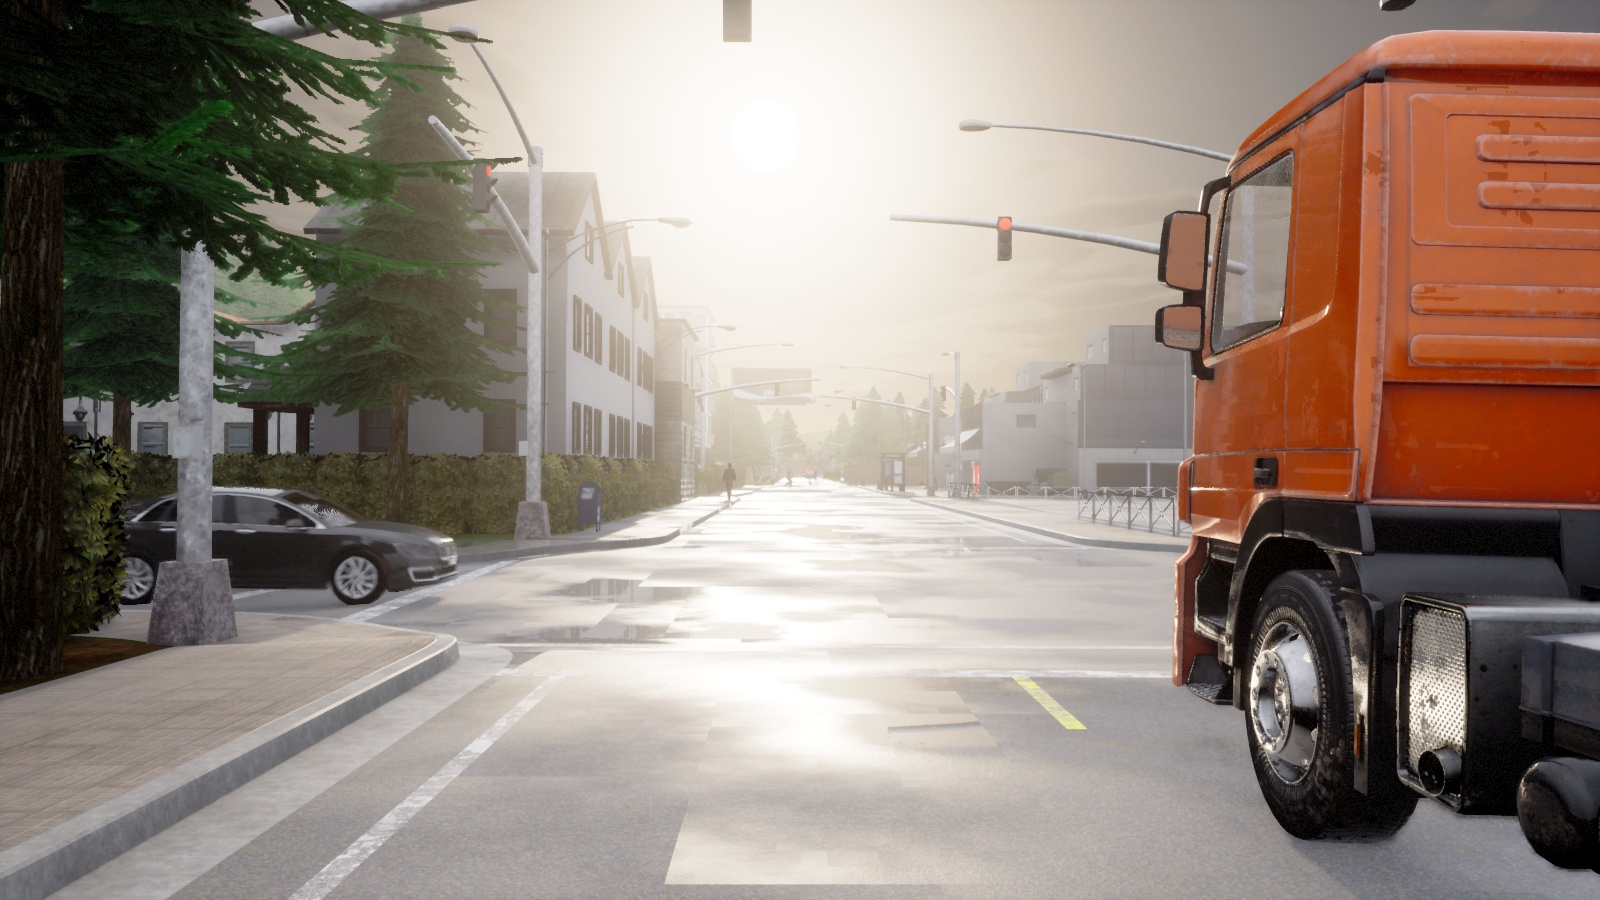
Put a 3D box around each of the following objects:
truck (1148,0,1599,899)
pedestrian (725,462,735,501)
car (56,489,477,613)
[{"bbox_3d":[3.467,-0.063,3.129,2.891,3.462,7.936,1,0,0],"label":"truck"},{"bbox_3d":[-3.308,1.476,59.179,0.431,1.840,0.703,0,-1,0],"label":"pedestrian"},{"bbox_3d":[-7.032,1.315,16.909,4.892,1.490,1.837,-1,-1,0],"label":"car"}]
